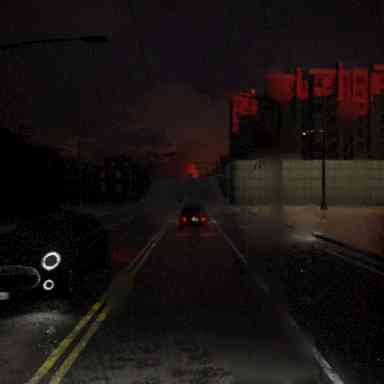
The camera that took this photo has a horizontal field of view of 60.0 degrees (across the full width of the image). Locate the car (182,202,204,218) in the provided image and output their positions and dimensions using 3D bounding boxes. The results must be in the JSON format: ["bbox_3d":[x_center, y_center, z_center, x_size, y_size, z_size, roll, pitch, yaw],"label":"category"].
[{"bbox_3d":[0.108,1.658,31.705,1.895,1.301,4.718,0,0,0],"label":"car"}]

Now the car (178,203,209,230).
[{"bbox_3d":[0.106,1.586,21.352,2.033,1.411,5.357,0,0,0],"label":"car"}]

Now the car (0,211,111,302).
[{"bbox_3d":[-3.590,1.367,8.506,2.097,1.767,4.553,0,0,0],"label":"car"}]
